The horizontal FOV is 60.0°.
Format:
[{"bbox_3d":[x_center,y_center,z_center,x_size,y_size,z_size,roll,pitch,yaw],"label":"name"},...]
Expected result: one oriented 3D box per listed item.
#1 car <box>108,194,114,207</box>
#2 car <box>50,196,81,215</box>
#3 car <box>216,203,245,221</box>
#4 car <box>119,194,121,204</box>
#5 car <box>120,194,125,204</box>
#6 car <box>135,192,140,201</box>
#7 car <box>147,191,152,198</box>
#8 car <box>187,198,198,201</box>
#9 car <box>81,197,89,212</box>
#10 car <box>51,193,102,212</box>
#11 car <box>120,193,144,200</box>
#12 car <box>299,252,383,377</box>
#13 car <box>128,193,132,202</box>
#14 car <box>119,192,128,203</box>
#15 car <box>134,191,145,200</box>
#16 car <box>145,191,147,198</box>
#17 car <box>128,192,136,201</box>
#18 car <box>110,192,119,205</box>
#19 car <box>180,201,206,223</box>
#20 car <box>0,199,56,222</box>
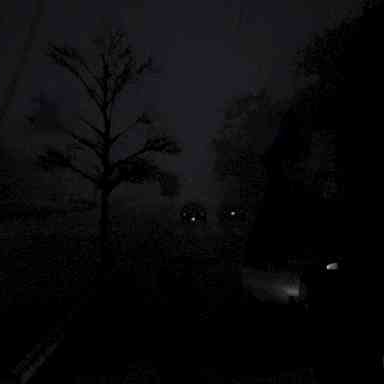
[{"bbox_3d":[-13.658,1.486,44.846,5.366,1.575,1.946,-1,0,-20],"label":"car"},{"bbox_3d":[-14.010,1.527,32.700,5.366,1.575,1.946,-1,0,-20],"label":"car"},{"bbox_3d":[3.101,1.597,27.222,1.994,1.385,4.181,0,0,0],"label":"car"},{"bbox_3d":[-13.852,1.474,50.774,4.792,1.488,2.163,-1,1,-20],"label":"car"},{"bbox_3d":[-13.827,1.457,53.798,4.674,1.452,2.002,-1,0,-20],"label":"car"},{"bbox_3d":[-13.789,1.236,68.814,4.792,1.488,2.163,-1,1,-20],"label":"car"},{"bbox_3d":[-13.832,0.763,83.782,5.566,2.045,2.435,-1,1,-20],"label":"car"},{"bbox_3d":[0.101,1.538,42.668,1.812,1.442,4.674,0,0,0],"label":"car"},{"bbox_3d":[-13.840,1.565,35.773,4.674,1.452,2.002,-1,0,-20],"label":"car"},{"bbox_3d":[-13.811,1.270,38.792,5.566,2.045,2.435,-1,0,-20],"label":"car"},{"bbox_3d":[-13.982,1.085,77.734,5.366,1.575,1.946,-1,1,-20],"label":"car"},{"bbox_3d":[3.101,1.570,4.916,1.994,1.385,4.181,0,0,0],"label":"car"},{"bbox_3d":[-13.823,1.379,59.798,4.674,1.452,2.002,-1,1,-20],"label":"car"},{"bbox_3d":[-13.855,1.253,56.785,4.553,1.767,2.185,-1,1,-20],"label":"car"},{"bbox_3d":[-13.792,0.913,71.813,5.566,2.045,2.435,-1,1,-20],"label":"car"},{"bbox_3d":[-13.637,1.116,74.868,5.366,1.575,1.946,-1,1,-20],"label":"car"},{"bbox_3d":[-13.812,1.296,62.797,5.008,1.535,2.097,-1,1,-20],"label":"car"},{"bbox_3d":[-13.857,1.220,47.772,5.566,2.045,2.435,-1,1,-20],"label":"car"},{"bbox_3d":[0.101,1.633,25.885,1.895,1.301,4.718,0,0,0],"label":"car"},{"bbox_3d":[-13.816,1.553,26.776,4.792,1.488,2.163,-1,0,-20],"label":"car"}]
